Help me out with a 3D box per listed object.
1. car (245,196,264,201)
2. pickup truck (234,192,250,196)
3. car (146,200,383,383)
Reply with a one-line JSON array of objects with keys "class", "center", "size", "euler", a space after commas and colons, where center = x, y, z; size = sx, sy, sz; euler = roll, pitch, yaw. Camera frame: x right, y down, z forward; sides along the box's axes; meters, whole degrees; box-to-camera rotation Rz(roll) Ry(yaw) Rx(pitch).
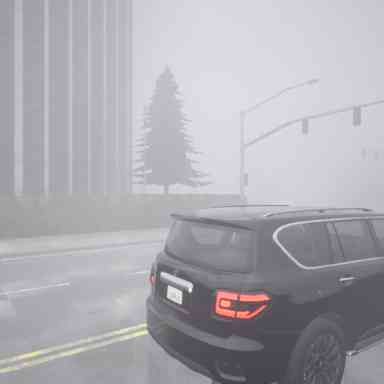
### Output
[{"class": "car", "center": [8.377, 1.564, 43.135], "size": [1.994, 1.385, 4.181], "euler": [0, 0, -36]}, {"class": "pickup truck", "center": [10.198, 1.059, 68.782], "size": [2.390, 2.098, 6.274], "euler": [0, 0, -5]}, {"class": "car", "center": [2.014, 1.221, 5.179], "size": [5.566, 2.045, 2.150], "euler": [0, 0, -35]}]
